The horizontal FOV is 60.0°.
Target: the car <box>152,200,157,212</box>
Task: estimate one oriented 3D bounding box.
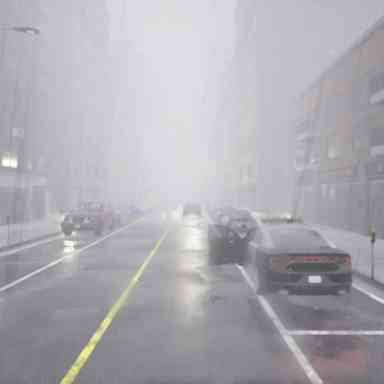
[{"bbox_3d":[-5.879,1.825,42.056,1.752,1.417,4.829,0,0,0],"label":"car"}]

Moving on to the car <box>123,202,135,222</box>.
[{"bbox_3d":[-5.870,1.735,25.220,2.008,1.369,4.403,0,0,0],"label":"car"}]

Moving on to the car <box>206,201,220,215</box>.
[{"bbox_3d":[2.652,1.776,30.906,2.008,1.369,4.403,0,0,0],"label":"car"}]

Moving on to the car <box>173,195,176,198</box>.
[{"bbox_3d":[-5.901,1.883,86.262,2.192,1.841,5.009,0,0,0],"label":"car"}]

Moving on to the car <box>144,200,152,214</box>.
[{"bbox_3d":[-5.876,1.789,36.387,1.752,1.417,4.829,0,0,0],"label":"car"}]

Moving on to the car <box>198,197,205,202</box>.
[{"bbox_3d":[2.622,2.164,91.865,1.947,1.339,4.313,0,0,0],"label":"car"}]

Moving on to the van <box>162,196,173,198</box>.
[{"bbox_3d":[-5.895,1.845,75.090,1.690,1.788,3.998,0,0,0],"label":"van"}]

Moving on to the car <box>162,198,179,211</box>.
[{"bbox_3d":[-3.053,1.920,45.242,1.895,1.301,4.718,0,0,0],"label":"car"}]

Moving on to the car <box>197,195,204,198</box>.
[{"bbox_3d":[2.630,1.943,75.111,1.967,1.590,4.097,0,0,0],"label":"car"}]

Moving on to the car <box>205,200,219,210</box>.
[{"bbox_3d":[2.650,1.846,36.576,1.802,1.307,4.206,0,0,0],"label":"car"}]

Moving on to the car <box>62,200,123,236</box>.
[{"bbox_3d":[-5.868,1.459,19.554,2.192,1.841,5.009,0,0,0],"label":"car"}]

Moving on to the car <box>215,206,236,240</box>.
[{"bbox_3d":[2.658,1.709,19.569,1.947,1.339,4.313,0,0,0],"label":"car"}]

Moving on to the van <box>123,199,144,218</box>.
[{"bbox_3d":[-5.874,1.567,30.889,1.690,1.788,3.998,0,0,0],"label":"van"}]

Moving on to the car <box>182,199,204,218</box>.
[{"bbox_3d":[0.037,1.750,33.658,1.837,1.490,4.892,0,0,0],"label":"car"}]

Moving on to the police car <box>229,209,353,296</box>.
[{"bbox_3d":[2.362,1.491,8.982,1.930,1.638,5.238,0,0,0],"label":"police car"}]

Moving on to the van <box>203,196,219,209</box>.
[{"bbox_3d":[2.647,1.641,42.247,1.690,1.788,3.998,0,0,0],"label":"van"}]

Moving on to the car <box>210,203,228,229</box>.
[{"bbox_3d":[2.655,1.750,25.237,1.947,1.339,4.313,0,0,0],"label":"car"}]
